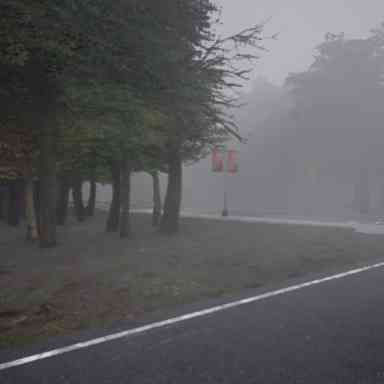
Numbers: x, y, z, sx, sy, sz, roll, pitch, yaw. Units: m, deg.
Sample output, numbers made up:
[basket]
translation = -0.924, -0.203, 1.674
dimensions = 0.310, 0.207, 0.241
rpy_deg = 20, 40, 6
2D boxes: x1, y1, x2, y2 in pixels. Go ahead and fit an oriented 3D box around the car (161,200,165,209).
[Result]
[car]
translation = -3.397, 1.840, 45.681
dimensions = 1.812, 1.442, 4.674
rpy_deg = 1, -1, -35
